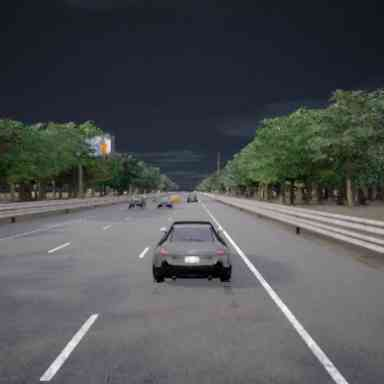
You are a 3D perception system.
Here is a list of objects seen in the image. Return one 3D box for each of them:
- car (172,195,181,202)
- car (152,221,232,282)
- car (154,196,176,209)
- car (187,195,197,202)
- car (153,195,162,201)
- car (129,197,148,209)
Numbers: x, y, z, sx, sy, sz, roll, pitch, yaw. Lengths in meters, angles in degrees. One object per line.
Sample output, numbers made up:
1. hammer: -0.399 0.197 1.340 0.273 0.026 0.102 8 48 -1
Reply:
1. car: -3.463 1.300 69.741 1.882 1.535 5.008 0 0 0
2. car: 0.005 1.525 9.683 1.994 1.385 4.181 0 0 0
3. car: -3.470 1.489 43.817 1.895 1.301 4.718 0 0 0
4. car: 0.038 1.346 69.827 1.812 1.442 4.674 0 0 0
5. car: -6.963 1.363 69.485 2.033 1.411 5.357 0 0 0
6. car: -6.971 1.395 43.380 1.837 1.490 4.892 0 0 0
